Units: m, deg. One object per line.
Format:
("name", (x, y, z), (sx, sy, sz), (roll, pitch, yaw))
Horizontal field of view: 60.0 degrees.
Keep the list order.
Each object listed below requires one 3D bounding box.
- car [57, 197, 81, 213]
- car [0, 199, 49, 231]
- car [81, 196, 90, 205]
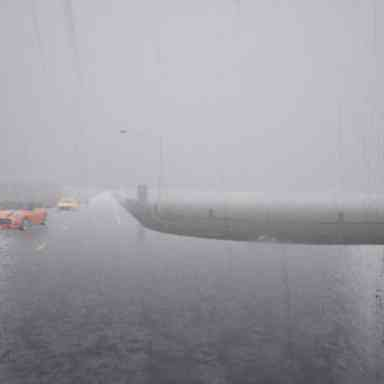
("car", (-14.081, 1.493, 37.756), (1.882, 1.535, 5.008), (1, 0, -14))
("car", (-10.428, 1.319, 20.052), (2.097, 1.767, 4.553), (1, 0, -3))
("car", (-19.555, 1.542, 60.112), (2.128, 1.511, 4.902), (1, 0, -14))
